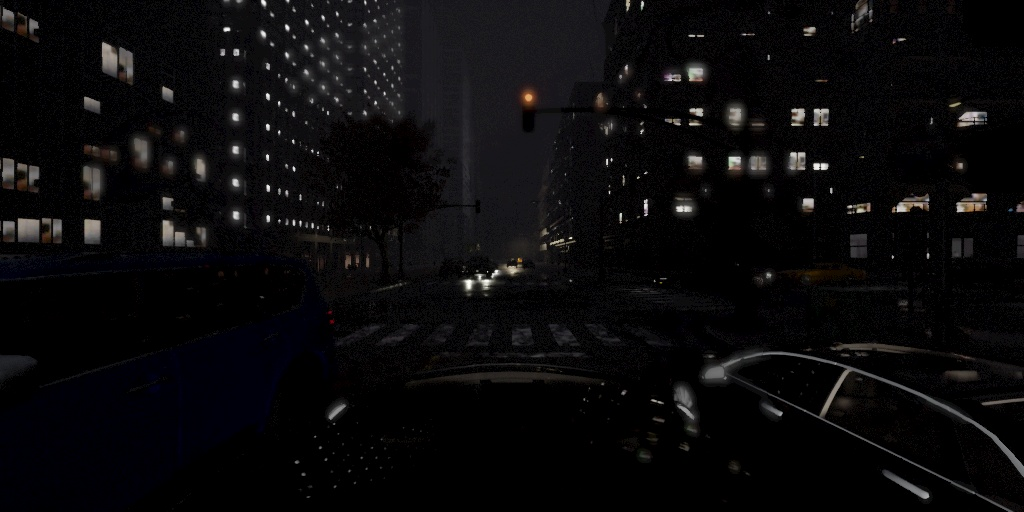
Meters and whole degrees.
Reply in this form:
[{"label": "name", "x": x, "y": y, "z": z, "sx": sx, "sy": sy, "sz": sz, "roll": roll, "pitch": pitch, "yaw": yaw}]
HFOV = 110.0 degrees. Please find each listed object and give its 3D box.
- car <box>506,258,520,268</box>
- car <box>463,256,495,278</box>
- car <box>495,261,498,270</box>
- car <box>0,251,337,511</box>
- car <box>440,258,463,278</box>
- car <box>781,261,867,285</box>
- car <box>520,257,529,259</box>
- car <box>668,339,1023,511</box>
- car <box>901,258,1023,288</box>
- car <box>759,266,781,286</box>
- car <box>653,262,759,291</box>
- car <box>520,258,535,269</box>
[{"label": "car", "x": 0.029, "y": 1.285, "z": 64.303, "sx": 2.128, "sy": 1.511, "sz": 4.902, "roll": 0, "pitch": 0, "yaw": 0}, {"label": "car", "x": -3.084, "y": 0.986, "z": 34.609, "sx": 2.150, "sy": 2.045, "sz": 5.566, "roll": 0, "pitch": 0, "yaw": 0}, {"label": "car", "x": -3.080, "y": 1.298, "z": 44.491, "sx": 1.812, "sy": 1.442, "sz": 4.674, "roll": 0, "pitch": 0, "yaw": 0}, {"label": "car", "x": -3.213, "y": 0.973, "z": 2.229, "sx": 2.150, "sy": 2.045, "sz": 5.566, "roll": 0, "pitch": 0, "yaw": -1}, {"label": "car", "x": -5.676, "y": 1.079, "z": 34.984, "sx": 2.192, "sy": 1.841, "sz": 5.009, "roll": 0, "pitch": 0, "yaw": 0}, {"label": "car", "x": 18.841, "y": 0.993, "z": 22.055, "sx": 4.829, "sy": 1.417, "sz": 1.751, "roll": 0, "pitch": 0, "yaw": -1}, {"label": "car", "x": 2.719, "y": 1.316, "z": 62.763, "sx": 1.751, "sy": 1.417, "sz": 4.829, "roll": 0, "pitch": 0, "yaw": 0}, {"label": "car", "x": 2.689, "y": 1.300, "z": 2.592, "sx": 2.007, "sy": 1.370, "sz": 4.403, "roll": 0, "pitch": 0, "yaw": 0}, {"label": "car", "x": 24.199, "y": 0.889, "z": 19.515, "sx": 4.902, "sy": 1.511, "sz": 2.128, "roll": -1, "pitch": 0, "yaw": -1}, {"label": "car", "x": 13.444, "y": 1.095, "z": 22.003, "sx": 4.403, "sy": 1.370, "sz": 2.007, "roll": 0, "pitch": 0, "yaw": -1}, {"label": "car", "x": 10.288, "y": 1.094, "z": 19.633, "sx": 4.892, "sy": 1.490, "sz": 1.837, "roll": -1, "pitch": 0, "yaw": 3}, {"label": "car", "x": 2.717, "y": 1.350, "z": 57.071, "sx": 1.948, "sy": 1.339, "sz": 4.313, "roll": 0, "pitch": 0, "yaw": 0}]
